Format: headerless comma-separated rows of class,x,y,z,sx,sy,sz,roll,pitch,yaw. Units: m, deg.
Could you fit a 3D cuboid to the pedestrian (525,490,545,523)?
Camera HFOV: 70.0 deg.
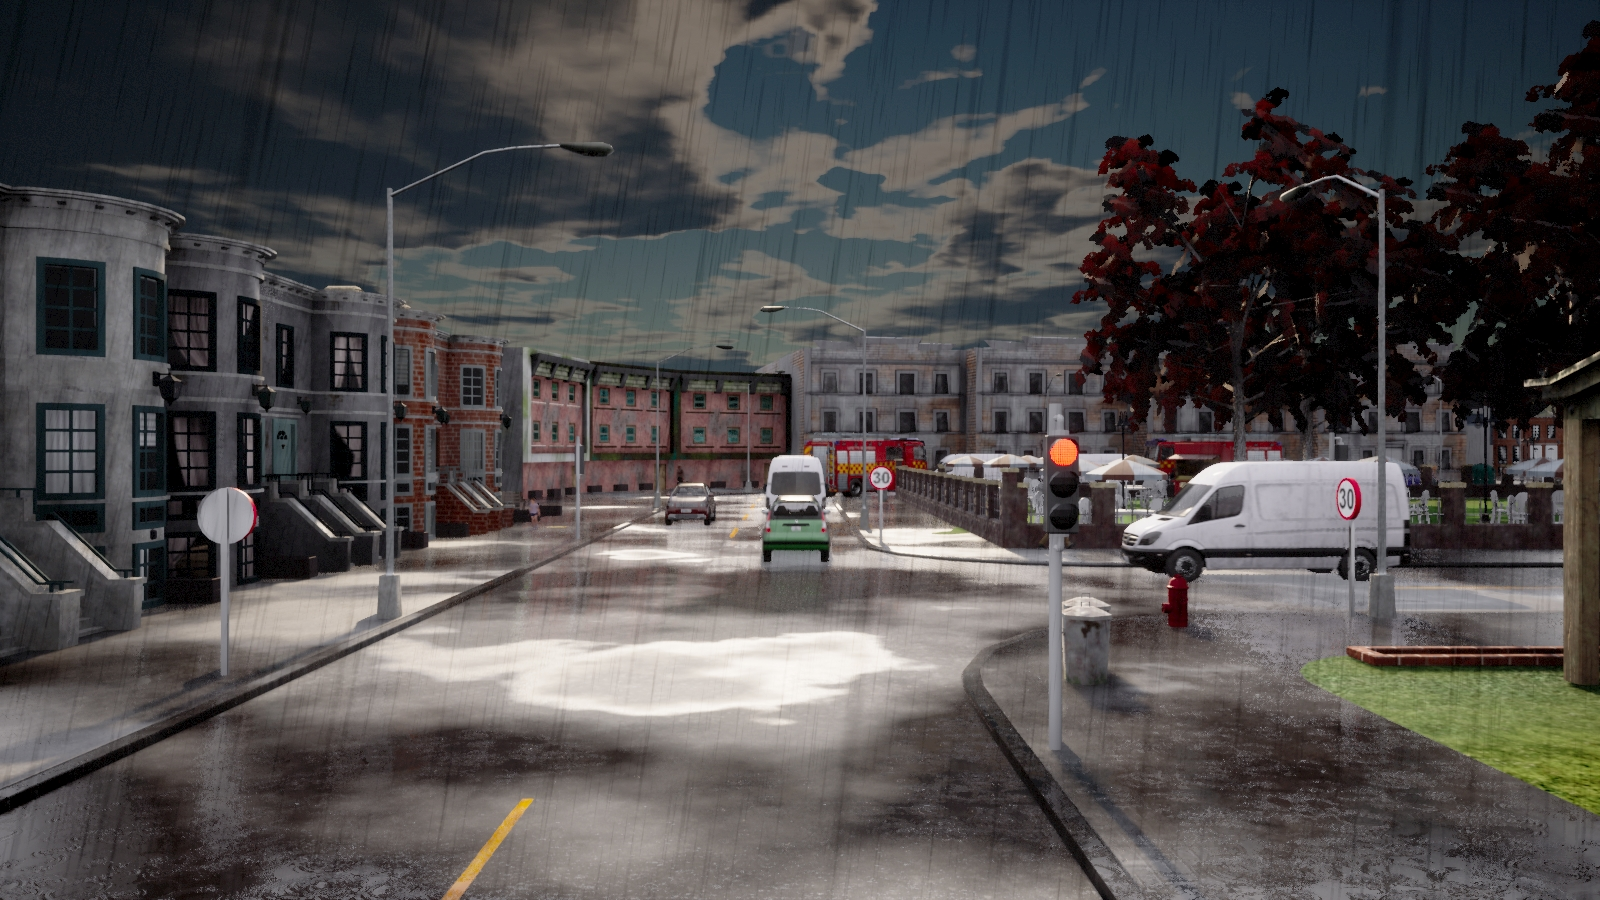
pedestrian,-9.022,1.904,38.871,0.500,1.100,0.500,0,0,9

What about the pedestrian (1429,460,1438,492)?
pedestrian,36.806,1.524,66.347,0.375,1.860,0.375,0,0,16

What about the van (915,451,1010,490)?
van,10.550,1.314,74.428,5.915,2.561,1.988,0,0,0

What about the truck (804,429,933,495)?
truck,4.295,0.672,70.228,8.468,3.827,2.891,0,0,-43

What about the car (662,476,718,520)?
car,-4.154,1.806,43.645,1.789,1.549,3.705,0,0,0

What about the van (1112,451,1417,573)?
van,10.112,1.314,25.196,5.915,2.561,1.988,0,0,0

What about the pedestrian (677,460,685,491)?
pedestrian,-7.198,1.525,69.090,0.375,1.860,0.375,0,0,31

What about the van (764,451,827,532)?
van,-0.147,1.314,39.073,1.988,2.561,5.915,0,0,0

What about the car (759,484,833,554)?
car,-0.110,1.779,30.450,1.851,1.617,3.988,0,0,0
